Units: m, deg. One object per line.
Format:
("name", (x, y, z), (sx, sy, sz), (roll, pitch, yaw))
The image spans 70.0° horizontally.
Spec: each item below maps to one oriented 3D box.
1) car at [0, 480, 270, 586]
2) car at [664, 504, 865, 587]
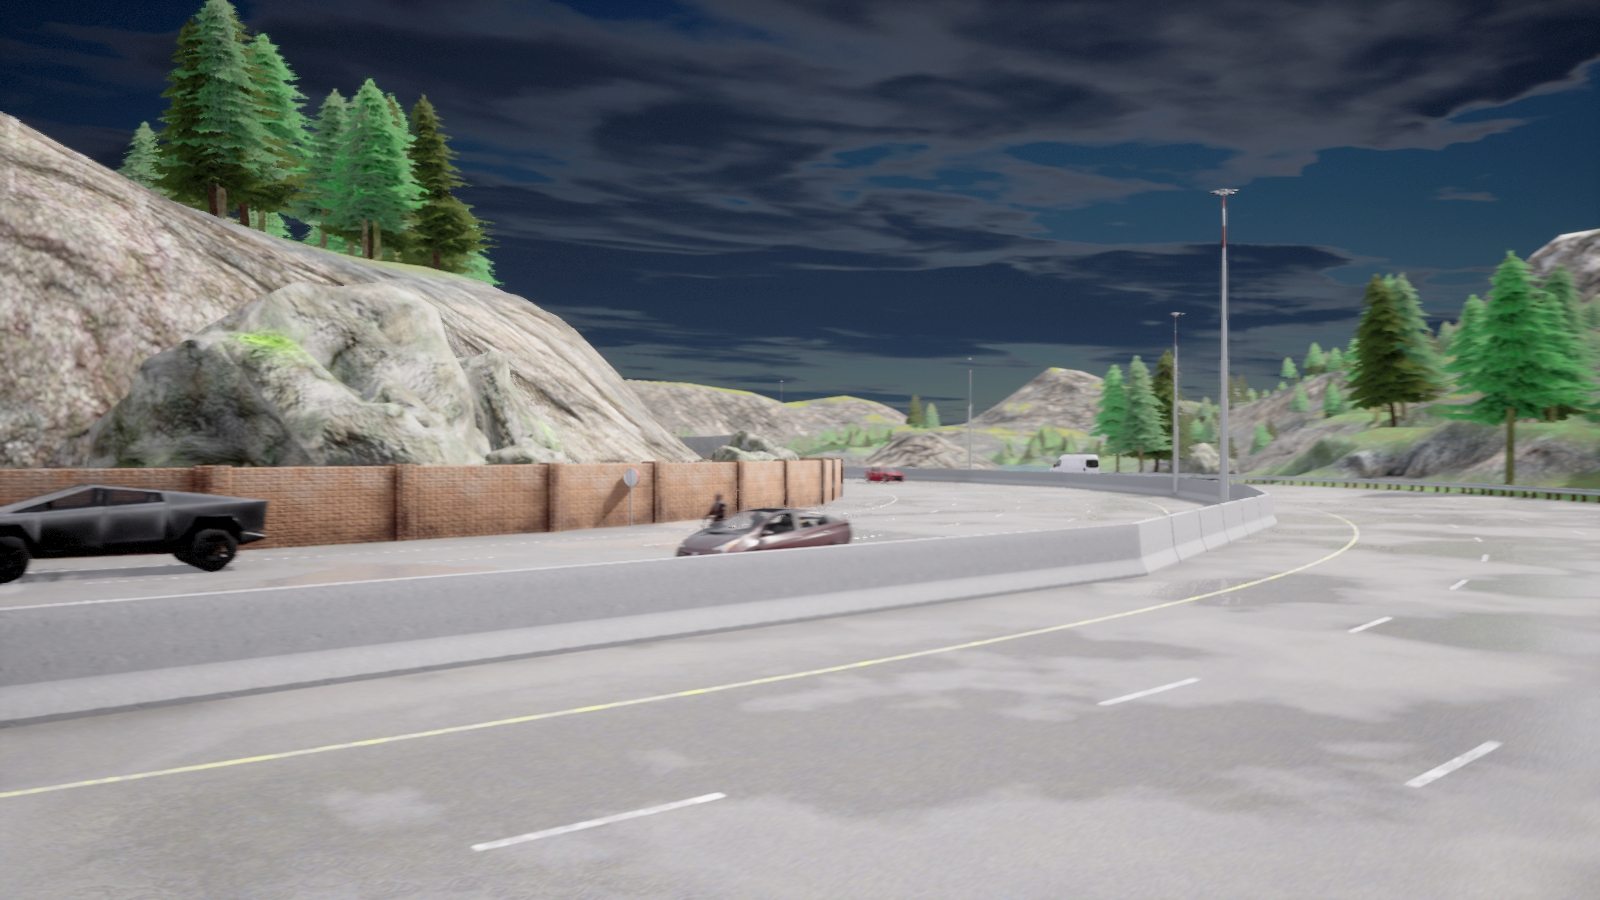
("car", (-15.948, 1.824, 26.490), (6.274, 2.098, 2.390), (0, 0, -38))
("car", (-0.725, 2.096, 26.093), (2.007, 1.525, 4.514), (0, 0, 43))
